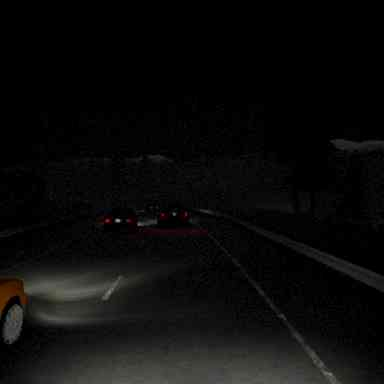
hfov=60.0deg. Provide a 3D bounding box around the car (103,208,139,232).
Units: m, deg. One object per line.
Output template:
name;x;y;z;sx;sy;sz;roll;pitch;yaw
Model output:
car;-4.550;1.729;21.645;2.033;1.411;5.357;0;0;-6

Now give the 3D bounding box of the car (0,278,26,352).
car;-3.499;1.509;3.223;1.882;1.535;5.008;0;0;-1

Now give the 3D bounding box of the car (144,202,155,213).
car;-4.790;1.890;41.460;2.033;1.411;5.357;0;-1;-15

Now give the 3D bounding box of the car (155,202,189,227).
car;-1.426;1.553;24.455;2.097;1.767;4.553;0;-1;-7
